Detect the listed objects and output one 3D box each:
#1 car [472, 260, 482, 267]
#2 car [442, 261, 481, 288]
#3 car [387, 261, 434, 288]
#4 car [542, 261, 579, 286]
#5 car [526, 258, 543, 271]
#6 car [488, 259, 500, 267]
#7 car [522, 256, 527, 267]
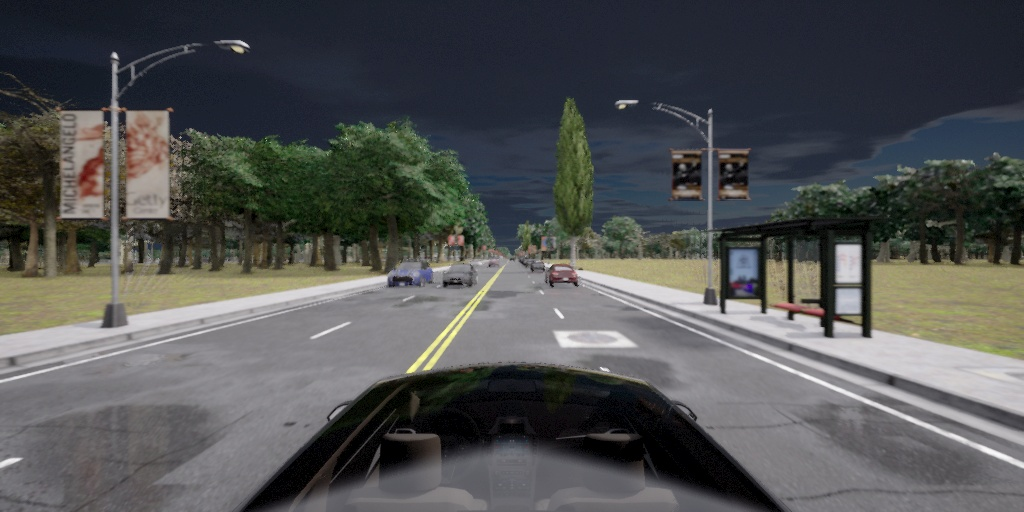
[{"bbox_3d":[-6.499,1.361,64.684,1.895,1.301,4.718,0,0,1],"label":"car"},{"bbox_3d":[-3.339,1.257,23.703,1.837,1.490,4.892,0,0,0],"label":"car"},{"bbox_3d":[-6.589,1.104,23.709,2.097,1.767,4.553,0,0,0],"label":"car"},{"bbox_3d":[3.359,1.278,24.786,1.812,1.442,4.674,0,0,0],"label":"car"},{"bbox_3d":[3.365,1.247,47.554,2.128,1.511,4.902,0,0,0],"label":"car"},{"bbox_3d":[-3.254,1.284,64.701,1.812,1.442,4.674,0,0,1],"label":"car"},{"bbox_3d":[3.271,1.252,61.365,2.128,1.511,4.902,0,0,0],"label":"car"}]
